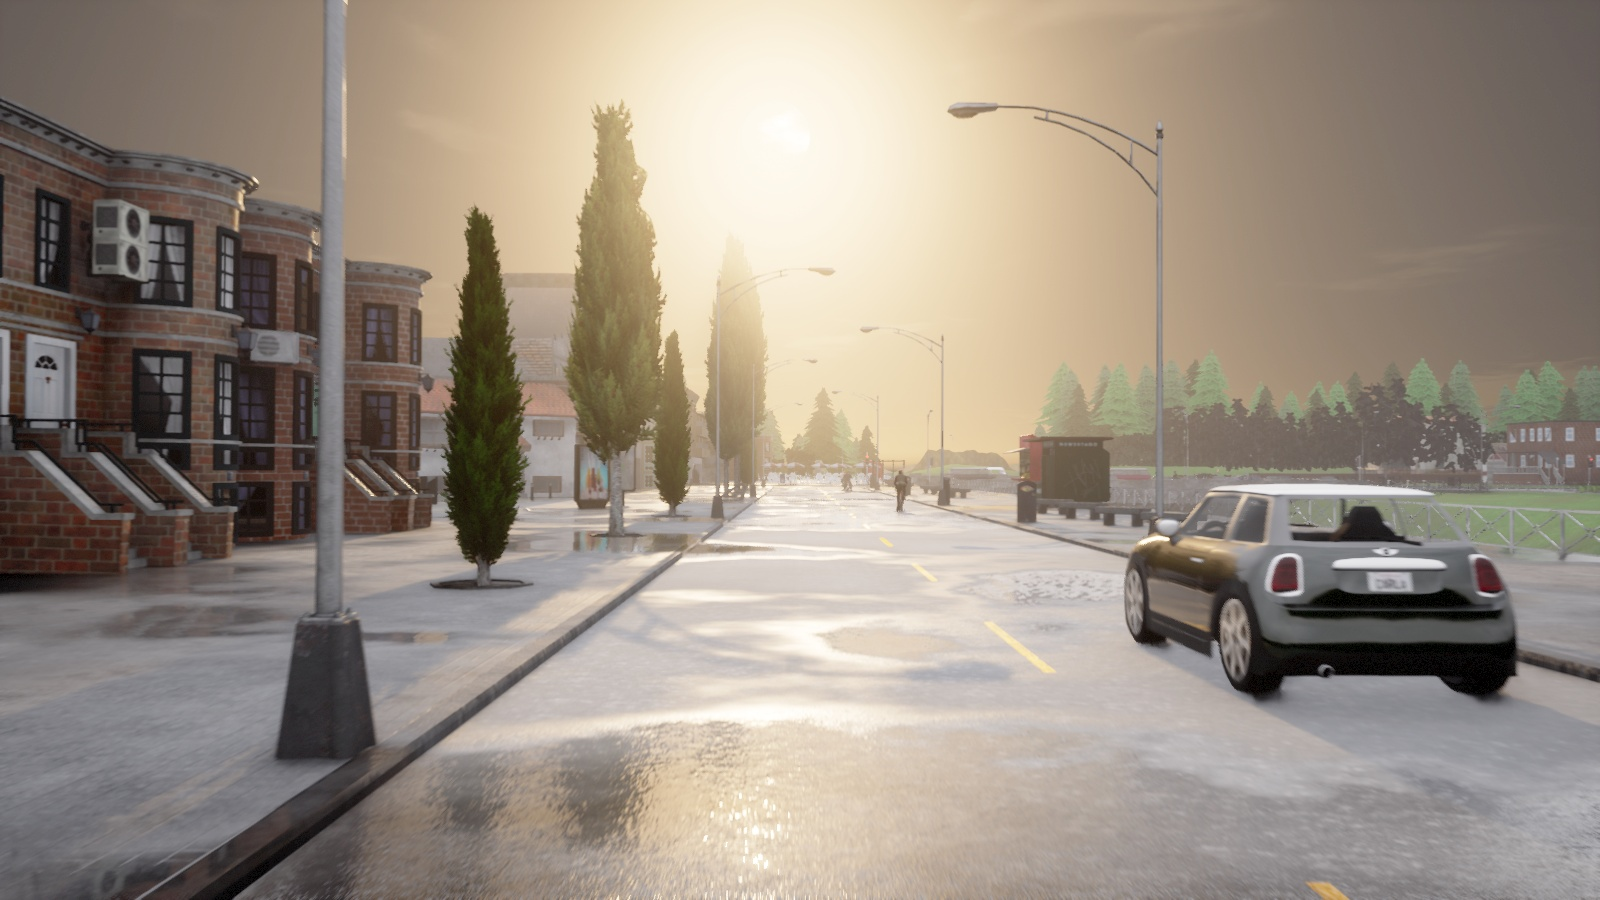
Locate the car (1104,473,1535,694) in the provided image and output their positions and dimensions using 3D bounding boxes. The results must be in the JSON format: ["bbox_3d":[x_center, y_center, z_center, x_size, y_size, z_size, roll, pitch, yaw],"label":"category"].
[{"bbox_3d":[3.972,0.938,10.398,1.970,1.475,3.806,0,-1,0],"label":"car"}]
